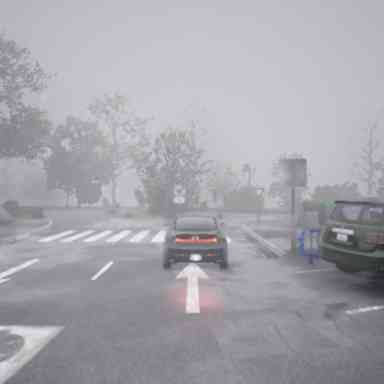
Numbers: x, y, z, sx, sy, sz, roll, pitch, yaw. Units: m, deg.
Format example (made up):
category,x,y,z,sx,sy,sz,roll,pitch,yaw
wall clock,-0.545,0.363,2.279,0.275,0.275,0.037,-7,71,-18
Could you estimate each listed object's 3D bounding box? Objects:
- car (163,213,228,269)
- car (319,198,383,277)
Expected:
category,x,y,z,sx,sy,sz,roll,pitch,yaw
car,0.101,1.444,10.981,1.837,1.490,4.892,0,0,0
car,6.030,1.189,8.705,5.566,2.045,2.435,1,0,-20
